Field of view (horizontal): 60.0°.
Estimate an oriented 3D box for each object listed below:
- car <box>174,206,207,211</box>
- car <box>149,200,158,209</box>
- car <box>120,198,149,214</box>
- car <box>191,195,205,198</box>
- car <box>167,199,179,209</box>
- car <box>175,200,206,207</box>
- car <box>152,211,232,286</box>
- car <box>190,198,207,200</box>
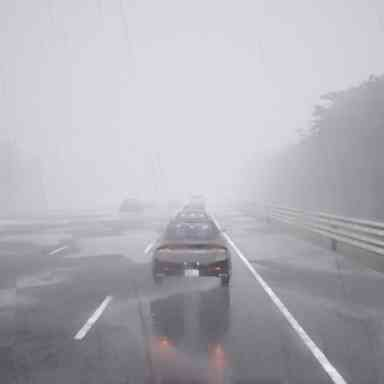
[{"bbox_3d":[0.007,1.620,16.754,1.895,1.301,4.718,0,0,0],"label":"car"},{"bbox_3d":[-6.082,1.812,47.763,1.895,1.301,4.718,0,-1,2],"label":"car"},{"bbox_3d":[-6.468,1.480,36.707,2.097,1.767,4.553,0,0,2],"label":"car"},{"bbox_3d":[0.849,1.389,45.859,2.150,2.045,5.566,0,-1,2],"label":"car"},{"bbox_3d":[-2.557,1.754,48.564,2.033,1.411,5.357,0,-1,2],"label":"car"},{"bbox_3d":[0.099,1.581,24.983,2.033,1.411,5.357,0,0,1],"label":"car"},{"bbox_3d":[-0.006,1.503,9.443,2.128,1.511,4.902,0,0,0],"label":"car"},{"bbox_3d":[0.465,1.639,34.700,1.994,1.385,4.181,0,0,2],"label":"car"}]
